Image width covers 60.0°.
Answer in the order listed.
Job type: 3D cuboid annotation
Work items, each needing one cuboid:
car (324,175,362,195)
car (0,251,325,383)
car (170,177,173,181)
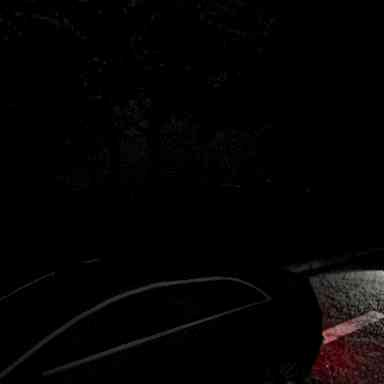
[{"bbox_3d":[16.525,-0.864,35.748,2.150,2.045,5.566,-1,4,-32],"label":"car"},{"bbox_3d":[-0.829,1.438,3.144,4.902,1.511,2.128,-2,2,-33],"label":"car"},{"bbox_3d":[-2.121,-2.429,59.428,2.097,1.767,4.553,-1,4,-32],"label":"car"}]
